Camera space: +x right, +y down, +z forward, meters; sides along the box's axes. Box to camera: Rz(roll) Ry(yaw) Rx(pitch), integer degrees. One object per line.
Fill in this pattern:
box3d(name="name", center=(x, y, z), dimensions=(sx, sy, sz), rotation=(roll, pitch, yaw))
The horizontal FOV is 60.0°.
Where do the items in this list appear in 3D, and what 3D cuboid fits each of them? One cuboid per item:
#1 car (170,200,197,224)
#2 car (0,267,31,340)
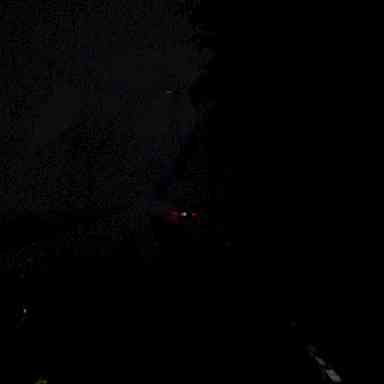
box3d(name="car", center=(-0.625, 1.567, 25.039), dimensions=(2.033, 1.411, 5.357), rotation=(0, 0, -3))
box3d(name="car", center=(-3.656, 1.561, 3.849), dimensions=(1.994, 1.385, 4.181), rotation=(0, 0, -1))
